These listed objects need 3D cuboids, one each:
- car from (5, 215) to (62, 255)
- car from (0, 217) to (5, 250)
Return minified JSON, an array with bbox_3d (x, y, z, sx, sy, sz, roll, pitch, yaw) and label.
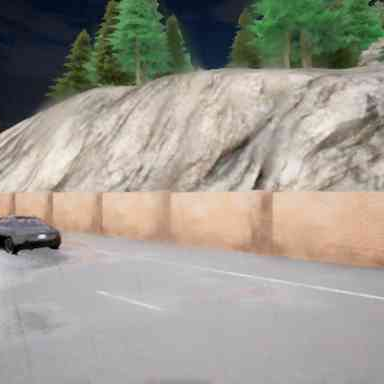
[{"bbox_3d":[-7.322,1.678,13.920,4.181,1.385,1.994,0,-1,37],"label":"car"},{"bbox_3d":[-8.247,1.295,10.238,5.566,2.045,2.150,0,-1,37],"label":"car"}]
